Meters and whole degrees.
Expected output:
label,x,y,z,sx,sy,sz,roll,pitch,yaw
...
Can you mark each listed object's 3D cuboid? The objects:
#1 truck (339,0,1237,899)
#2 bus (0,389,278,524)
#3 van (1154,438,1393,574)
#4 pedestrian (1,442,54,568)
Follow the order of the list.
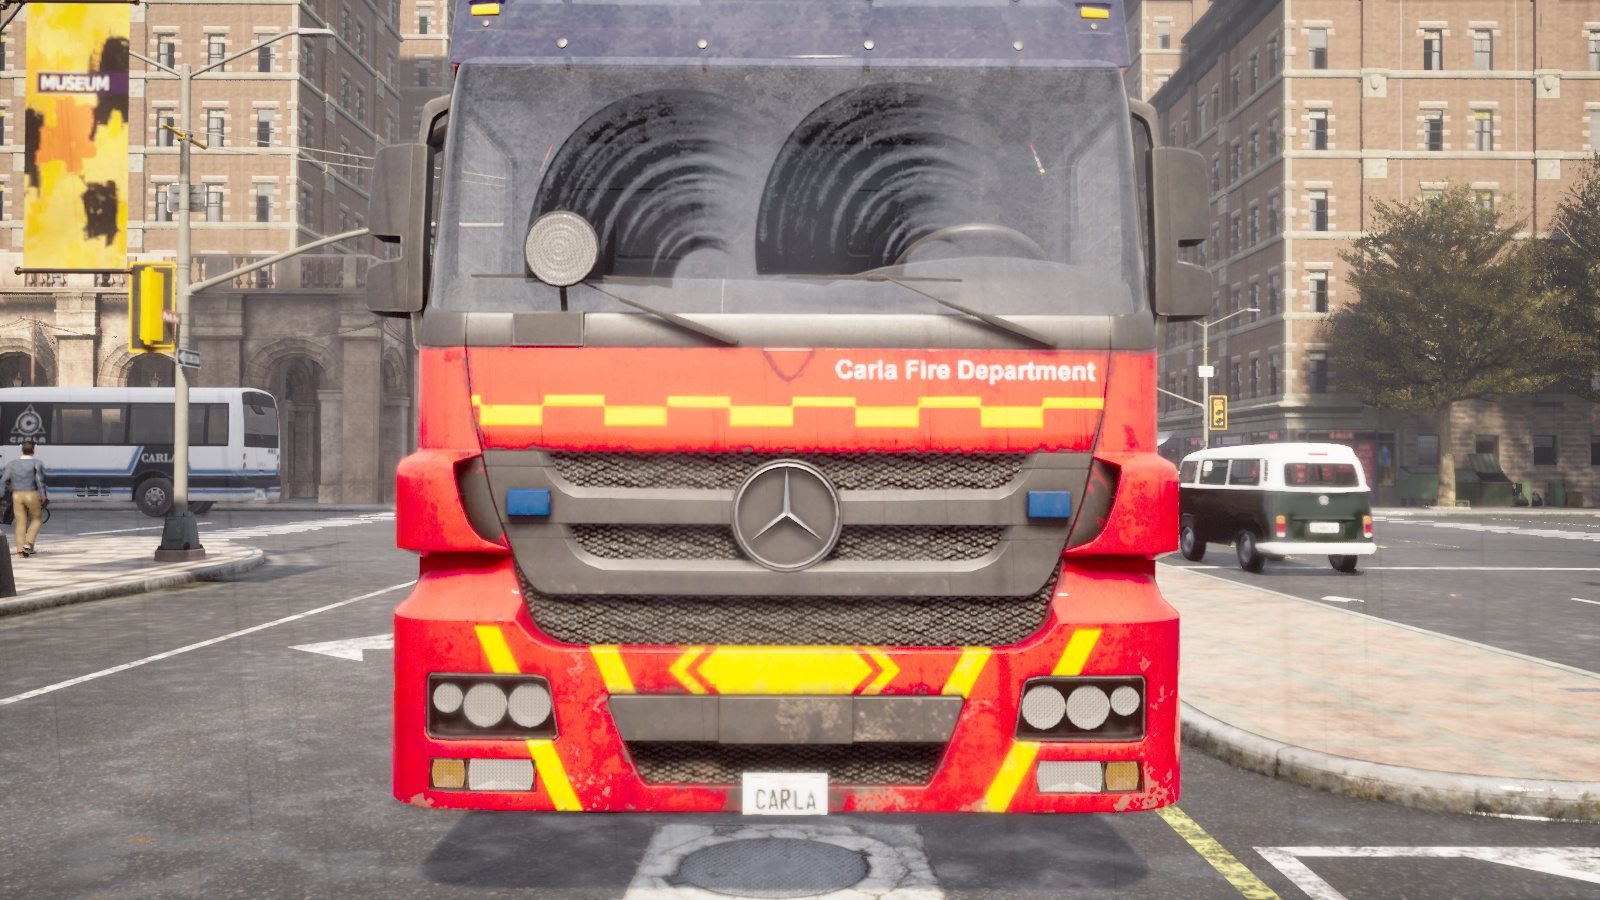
label,x,y,z,sx,sy,sz,roll,pitch,yaw
truck,-0.054,-0.207,8.305,2.891,3.827,8.468,0,-1,0
bus,-23.305,0.233,41.700,10.273,4.253,3.944,0,-1,0
van,7.745,0.864,21.092,2.069,2.038,4.480,0,-1,-4
pedestrian,-12.170,0.852,19.794,0.423,1.949,0.788,0,-1,-8
